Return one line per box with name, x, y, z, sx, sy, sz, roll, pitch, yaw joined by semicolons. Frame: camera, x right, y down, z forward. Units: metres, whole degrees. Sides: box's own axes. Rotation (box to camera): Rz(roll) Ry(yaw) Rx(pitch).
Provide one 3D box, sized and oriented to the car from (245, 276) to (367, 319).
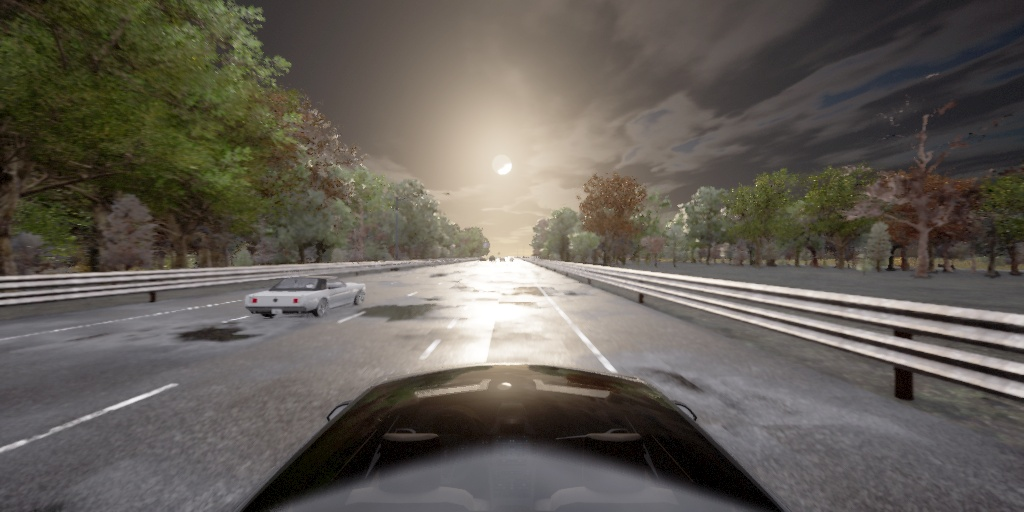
car;-6.995;1.362;12.889;1.895;1.301;4.718;0;0;0
